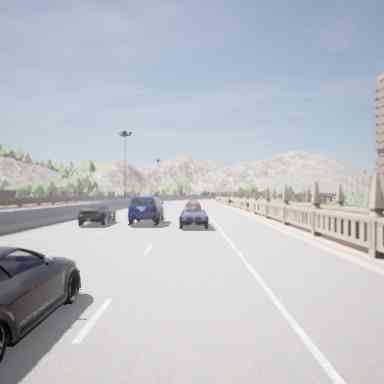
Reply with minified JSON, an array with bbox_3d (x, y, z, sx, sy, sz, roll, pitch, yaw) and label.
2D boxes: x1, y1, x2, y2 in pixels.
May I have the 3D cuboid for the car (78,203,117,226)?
[{"bbox_3d":[-6.884,1.604,24.475,1.837,1.490,4.892,0,0,0],"label":"car"}]

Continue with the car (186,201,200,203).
[{"bbox_3d":[0.127,1.725,40.007,1.994,1.385,4.181,0,0,0],"label":"car"}]

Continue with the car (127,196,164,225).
[{"bbox_3d":[-3.384,1.323,25.016,2.150,2.045,5.566,0,0,0],"label":"car"}]

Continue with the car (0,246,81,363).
[{"bbox_3d":[-3.396,1.587,5.533,1.994,1.385,4.181,0,0,0],"label":"car"}]

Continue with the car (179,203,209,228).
[{"bbox_3d":[0.115,1.693,22.660,1.895,1.301,4.718,0,0,0],"label":"car"}]
